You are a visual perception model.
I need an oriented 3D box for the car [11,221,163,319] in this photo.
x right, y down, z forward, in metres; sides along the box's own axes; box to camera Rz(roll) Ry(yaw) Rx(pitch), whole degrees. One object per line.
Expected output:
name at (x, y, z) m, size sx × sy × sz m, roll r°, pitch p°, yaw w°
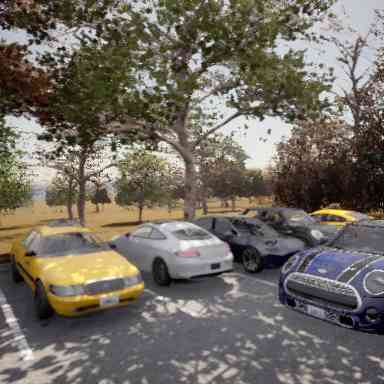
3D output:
car at (-2.934, 1.482, 7.740) m, size 1.946 × 1.575 × 5.366 m, roll 0°, pitch 0°, yaw -35°

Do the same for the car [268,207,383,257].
car at (5.880, 1.513, 14.251) m, size 2.097 × 1.535 × 5.008 m, roll 0°, pitch 0°, yaw -36°

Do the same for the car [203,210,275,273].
car at (1.485, 1.529, 11.085) m, size 2.163 × 1.488 × 4.792 m, roll 0°, pitch 0°, yaw -35°

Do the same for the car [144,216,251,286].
car at (-0.786, 1.532, 9.497) m, size 2.002 × 1.452 × 4.674 m, roll 0°, pitch 0°, yaw -35°

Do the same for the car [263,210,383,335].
car at (3.848, 1.370, 6.759) m, size 4.553 × 1.767 × 2.097 m, roll 0°, pitch 0°, yaw -36°

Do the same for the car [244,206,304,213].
car at (3.603, 1.380, 12.671) m, size 2.185 × 1.767 × 4.553 m, roll 0°, pitch 0°, yaw -36°
